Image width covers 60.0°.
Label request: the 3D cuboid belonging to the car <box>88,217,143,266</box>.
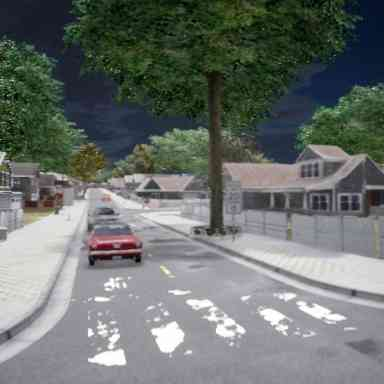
[{"bbox_3d":[-3.155,1.938,13.293,1.895,1.301,4.718,0,-1,-17],"label":"car"}]

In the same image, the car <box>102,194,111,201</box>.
[{"bbox_3d":[-21.950,1.278,85.413,2.097,1.767,4.553,0,1,-17],"label":"car"}]

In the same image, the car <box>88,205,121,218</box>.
[{"bbox_3d":[-6.105,1.842,23.100,2.097,1.767,4.553,0,-1,-17],"label":"car"}]
